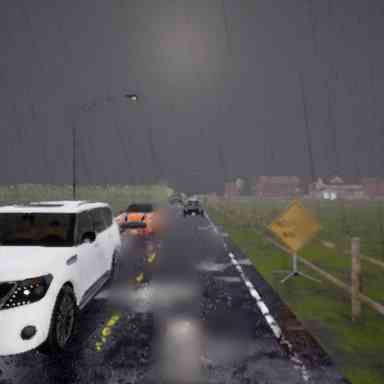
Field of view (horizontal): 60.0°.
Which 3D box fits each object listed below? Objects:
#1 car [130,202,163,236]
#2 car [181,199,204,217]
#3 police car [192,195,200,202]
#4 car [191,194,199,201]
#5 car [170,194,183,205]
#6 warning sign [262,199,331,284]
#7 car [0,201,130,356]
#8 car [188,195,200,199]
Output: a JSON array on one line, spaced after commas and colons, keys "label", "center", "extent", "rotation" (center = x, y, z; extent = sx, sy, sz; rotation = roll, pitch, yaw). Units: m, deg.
[{"label": "car", "center": [-2.815, 1.355, 18.469], "extent": [2.097, 1.767, 4.553], "rotation": [0, 0, 1]}, {"label": "car", "center": [0.125, 1.619, 31.128], "extent": [1.895, 1.301, 4.718], "rotation": [0, 0, 0]}, {"label": "police car", "center": [0.903, 1.602, 83.061], "extent": [1.930, 1.638, 5.238], "rotation": [0, 0, 0]}, {"label": "car", "center": [0.912, 1.574, 92.921], "extent": [2.097, 1.767, 4.553], "rotation": [0, 0, 0]}, {"label": "car", "center": [-2.733, 1.291, 59.975], "extent": [2.150, 2.045, 5.566], "rotation": [0, 0, 1]}, {"label": "warning sign", "center": [2.451, 1.115, 7.952], "extent": [1.300, 1.860, 1.060], "rotation": [0, 0, 0]}, {"label": "car", "center": [-2.848, 1.222, 6.445], "extent": [2.150, 2.045, 5.566], "rotation": [0, 0, 0]}, {"label": "car", "center": [0.143, 1.521, 46.238], "extent": [1.882, 1.535, 5.008], "rotation": [0, 0, 0]}]
